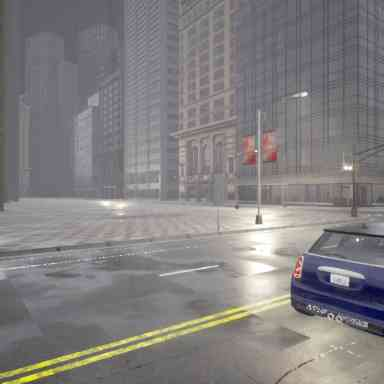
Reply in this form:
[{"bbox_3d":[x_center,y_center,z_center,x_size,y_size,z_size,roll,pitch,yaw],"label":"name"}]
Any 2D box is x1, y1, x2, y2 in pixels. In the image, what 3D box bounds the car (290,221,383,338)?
[{"bbox_3d":[3.965,1.352,6.286,4.553,1.767,2.097,0,0,-36],"label":"car"}]
